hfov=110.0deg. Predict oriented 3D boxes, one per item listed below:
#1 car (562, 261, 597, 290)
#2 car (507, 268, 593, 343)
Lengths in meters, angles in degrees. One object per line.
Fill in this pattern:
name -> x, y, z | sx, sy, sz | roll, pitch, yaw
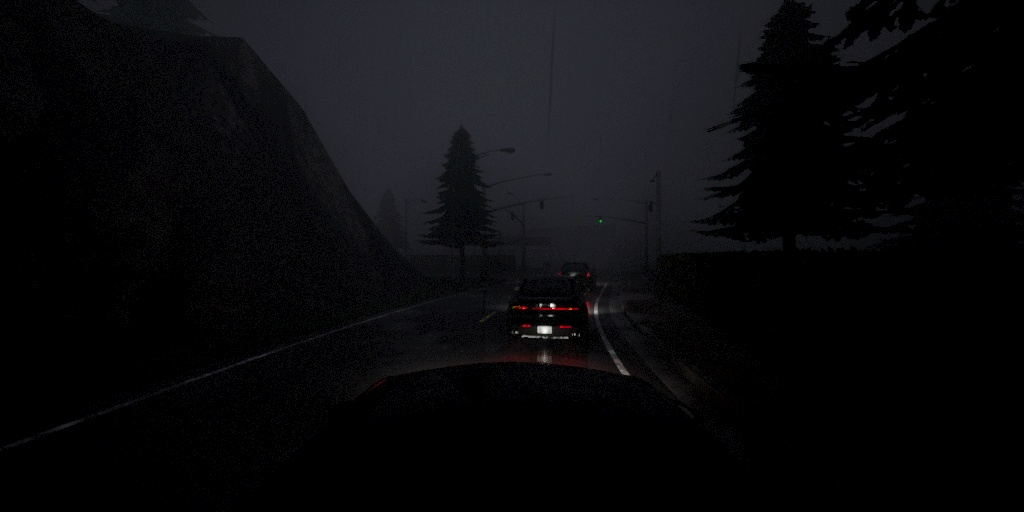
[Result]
car -> 4.069, 1.101, 22.172 | 2.097, 1.767, 4.553 | 0, 0, 16
car -> 1.046, 1.256, 9.746 | 1.837, 1.490, 4.892 | 0, 0, 9
